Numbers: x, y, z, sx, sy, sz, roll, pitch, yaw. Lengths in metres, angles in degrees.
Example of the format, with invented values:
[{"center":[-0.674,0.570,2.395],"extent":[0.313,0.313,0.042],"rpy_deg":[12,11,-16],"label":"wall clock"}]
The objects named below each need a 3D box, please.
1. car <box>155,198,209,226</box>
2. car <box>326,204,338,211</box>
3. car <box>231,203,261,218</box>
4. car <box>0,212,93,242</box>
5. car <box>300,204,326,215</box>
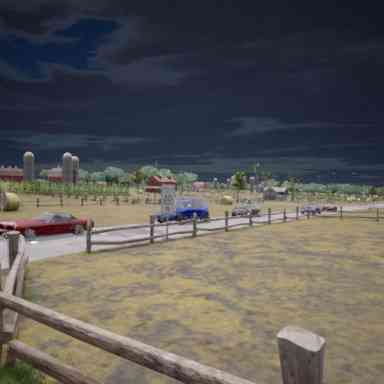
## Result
[{"center":[-0.672,1.564,27.556],"extent":[2.150,2.045,5.566],"rpy_deg":[2,0,35],"label":"car"},{"center":[23.072,2.680,55.844],"extent":[1.895,1.301,4.718],"rpy_deg":[2,0,36],"label":"car"},{"center":[6.103,2.044,37.094],"extent":[1.837,1.490,4.892],"rpy_deg":[2,0,36],"label":"car"},{"center":[-7.649,1.745,17.547],"extent":[1.895,1.301,4.718],"rpy_deg":[2,0,32],"label":"car"},{"center":[16.949,2.432,47.274],"extent":[2.033,1.411,5.357],"rpy_deg":[2,0,36],"label":"car"}]
